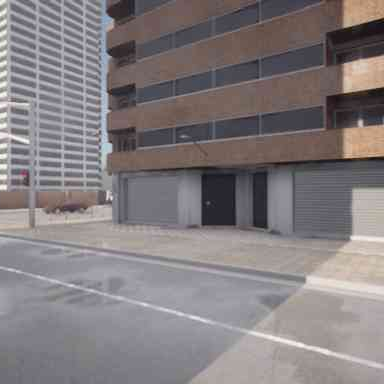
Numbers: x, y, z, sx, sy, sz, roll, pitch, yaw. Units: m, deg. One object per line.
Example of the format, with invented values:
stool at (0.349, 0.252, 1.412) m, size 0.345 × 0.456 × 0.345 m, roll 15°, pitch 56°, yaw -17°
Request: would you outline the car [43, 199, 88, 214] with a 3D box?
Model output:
car at (-13.977, 1.588, 36.816) m, size 1.882 × 1.535 × 5.008 m, roll 0°, pitch 0°, yaw 35°
